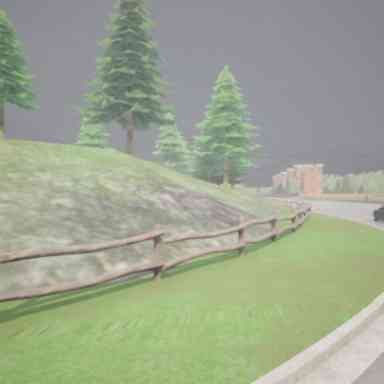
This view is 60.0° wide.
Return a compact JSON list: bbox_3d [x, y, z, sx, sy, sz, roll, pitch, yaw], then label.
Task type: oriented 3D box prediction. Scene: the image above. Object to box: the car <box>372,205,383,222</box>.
[{"bbox_3d":[15.458,1.671,25.565,1.837,1.490,4.892,0,0,11],"label":"car"}]
